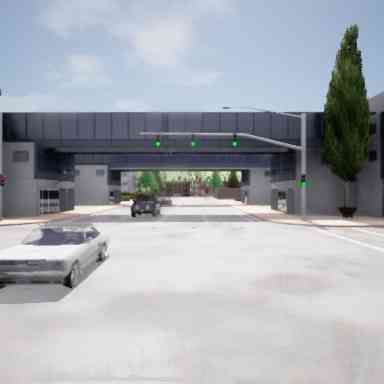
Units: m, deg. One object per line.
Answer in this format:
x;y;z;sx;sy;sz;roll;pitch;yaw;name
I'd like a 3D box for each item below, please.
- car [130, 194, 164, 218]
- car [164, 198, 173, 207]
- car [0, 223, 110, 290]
-4.134;1.219;30.474;2.150;2.045;5.566;0;0;0;car
-3.978;1.598;50.748;1.895;1.301;4.718;0;0;0;car
-3.677;1.600;9.265;1.895;1.301;4.718;0;0;-2;car
